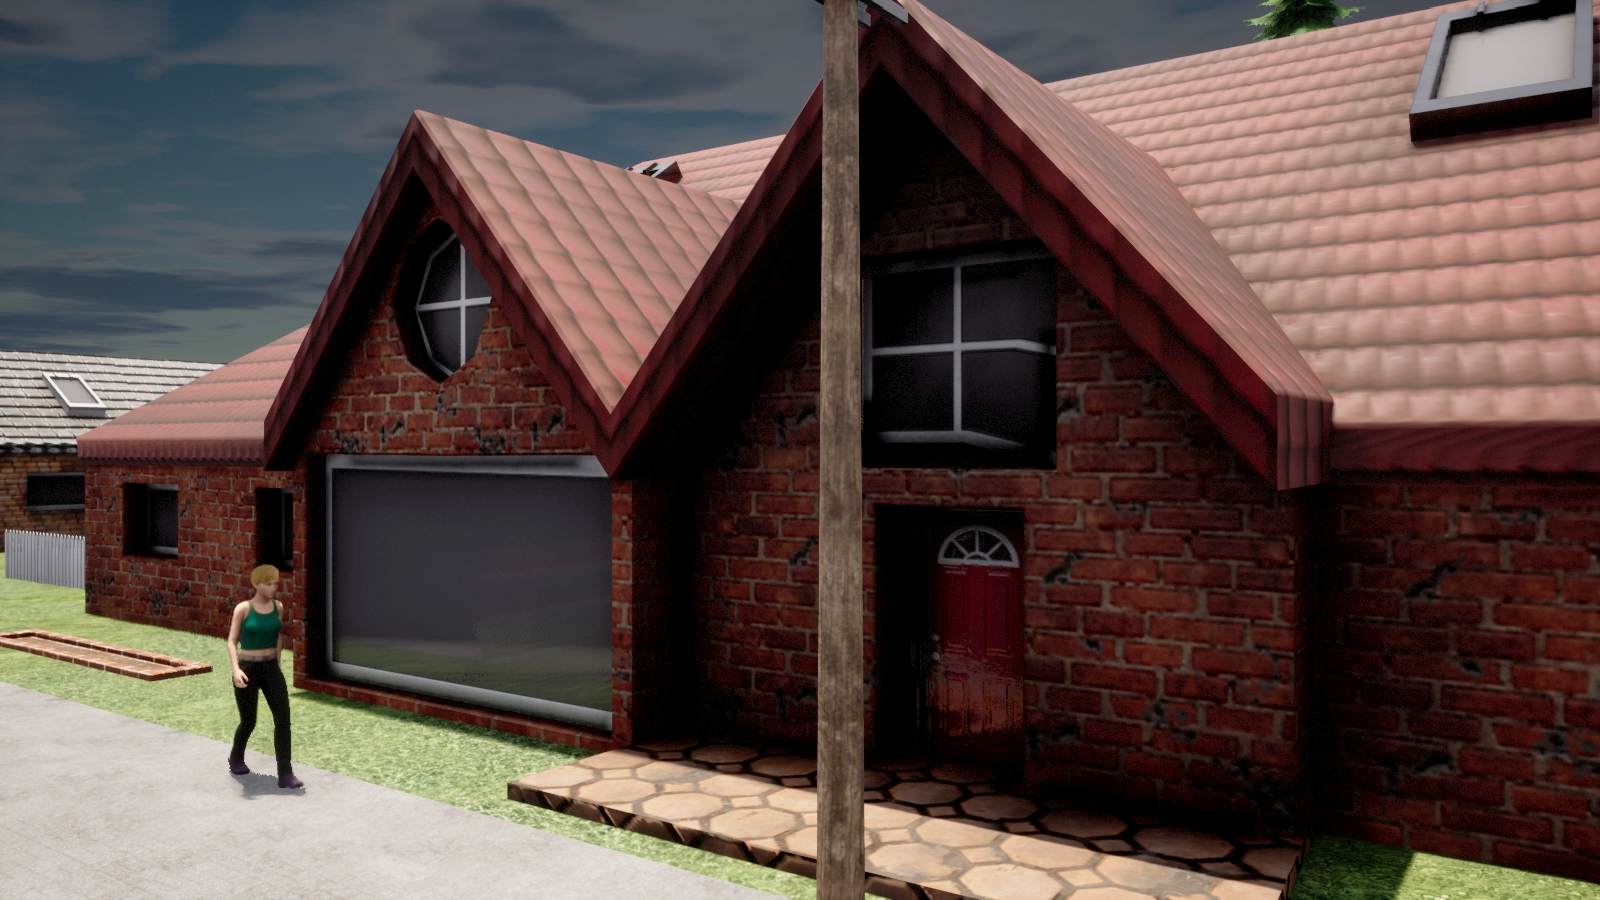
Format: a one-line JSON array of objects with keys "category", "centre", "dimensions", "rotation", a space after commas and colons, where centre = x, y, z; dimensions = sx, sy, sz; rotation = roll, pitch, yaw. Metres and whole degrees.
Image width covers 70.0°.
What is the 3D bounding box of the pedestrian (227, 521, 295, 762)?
[{"category": "pedestrian", "centre": [-4.365, 1.524, 9.253], "dimensions": [0.375, 1.860, 0.375], "rotation": [0, 0, 38]}]
